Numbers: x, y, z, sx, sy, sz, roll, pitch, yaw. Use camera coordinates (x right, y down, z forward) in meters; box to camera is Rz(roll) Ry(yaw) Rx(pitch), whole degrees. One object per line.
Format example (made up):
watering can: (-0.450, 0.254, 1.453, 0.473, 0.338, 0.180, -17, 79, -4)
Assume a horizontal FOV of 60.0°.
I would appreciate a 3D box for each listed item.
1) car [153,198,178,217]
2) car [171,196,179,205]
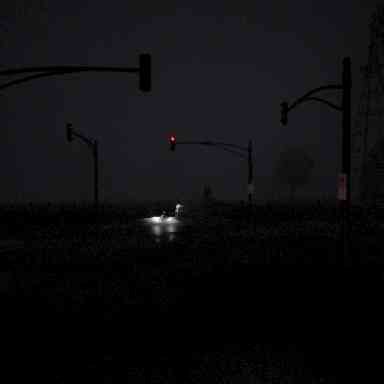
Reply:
car: (-2.629, 1.575, 31.241, 1.994, 1.385, 4.181, 0, 0, -6)
car: (-3.051, 1.546, 44.412, 1.812, 1.442, 4.674, 0, 1, 0)
